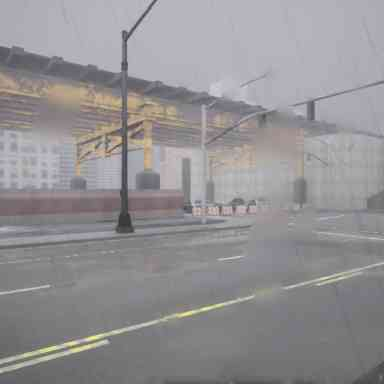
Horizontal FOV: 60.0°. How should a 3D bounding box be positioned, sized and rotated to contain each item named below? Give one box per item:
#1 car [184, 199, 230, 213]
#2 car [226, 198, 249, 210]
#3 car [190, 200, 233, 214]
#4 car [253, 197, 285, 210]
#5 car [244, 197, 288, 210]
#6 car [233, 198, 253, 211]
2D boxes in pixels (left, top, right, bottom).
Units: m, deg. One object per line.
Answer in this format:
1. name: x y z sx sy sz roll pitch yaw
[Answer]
1. car: 1.472 1.295 35.263 4.536 1.218 1.853 0 0 8
2. car: 5.284 1.295 37.990 1.853 1.218 4.536 0 0 18
3. car: 1.523 1.453 35.256 4.974 1.542 2.038 0 0 8
4. car: 9.128 1.295 41.693 4.536 1.218 1.853 0 0 -7
5. car: 9.179 1.453 41.700 4.974 1.542 2.038 0 0 -7
6. car: 5.268 1.453 37.940 2.038 1.542 4.974 0 0 18
